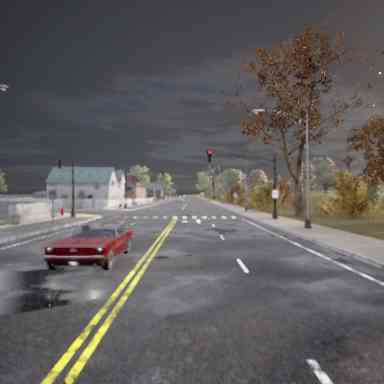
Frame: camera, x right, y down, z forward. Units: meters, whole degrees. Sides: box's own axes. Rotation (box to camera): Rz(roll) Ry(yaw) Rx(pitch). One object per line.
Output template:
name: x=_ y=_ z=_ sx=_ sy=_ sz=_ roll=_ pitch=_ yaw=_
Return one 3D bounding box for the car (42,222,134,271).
car: x=-3.341 y=1.746 z=11.607 sx=1.895 sy=1.301 sz=4.718 roll=0 pitch=-1 yaw=0
